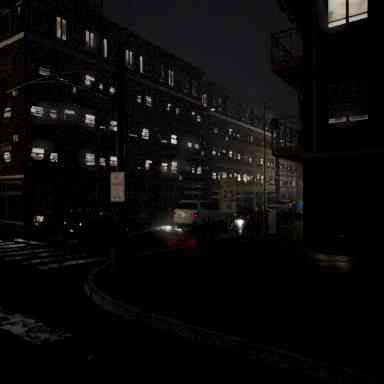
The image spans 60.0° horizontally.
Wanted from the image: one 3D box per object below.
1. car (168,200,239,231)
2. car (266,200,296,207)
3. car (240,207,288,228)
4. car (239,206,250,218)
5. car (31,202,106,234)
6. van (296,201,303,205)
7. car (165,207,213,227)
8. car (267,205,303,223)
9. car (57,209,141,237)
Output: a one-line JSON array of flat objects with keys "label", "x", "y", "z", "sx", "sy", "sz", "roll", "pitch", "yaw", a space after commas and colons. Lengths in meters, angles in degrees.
[{"label": "car", "x": 0.963, "y": 1.612, "z": 23.817, "sx": 2.150, "sy": 2.045, "sz": 5.566, "roll": 0, "pitch": -1, "yaw": 35}, {"label": "car", "x": 11.715, "y": 2.050, "z": 44.700, "sx": 2.150, "sy": 2.045, "sz": 5.566, "roll": 0, "pitch": -1, "yaw": 35}, {"label": "car", "x": 5.712, "y": 2.048, "z": 26.167, "sx": 1.802, "sy": 1.307, "sz": 4.206, "roll": -2, "pitch": -2, "yaw": 35}, {"label": "car", "x": 5.537, "y": 2.196, "z": 35.955, "sx": 1.994, "sy": 1.385, "sz": 4.181, "roll": 0, "pitch": -1, "yaw": 34}, {"label": "car", "x": -7.679, "y": 1.604, "z": 21.591, "sx": 2.192, "sy": 1.841, "sz": 5.009, "roll": -1, "pitch": -2, "yaw": 35}, {"label": "van", "x": 18.377, "y": 2.464, "z": 58.855, "sx": 1.690, "sy": 1.788, "sz": 3.998, "roll": -1, "pitch": -2, "yaw": 35}, {"label": "car", "x": -0.176, "y": 2.014, "z": 27.780, "sx": 1.994, "sy": 1.385, "sz": 4.181, "roll": 0, "pitch": -1, "yaw": 34}, {"label": "car", "x": 8.969, "y": 2.121, "z": 30.826, "sx": 2.008, "sy": 1.369, "sz": 4.403, "roll": -2, "pitch": -2, "yaw": 35}, {"label": "car", "x": -5.417, "y": 1.885, "z": 20.308, "sx": 1.895, "sy": 1.301, "sz": 4.718, "roll": 0, "pitch": -1, "yaw": 36}]
